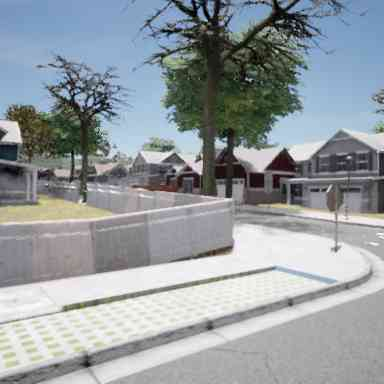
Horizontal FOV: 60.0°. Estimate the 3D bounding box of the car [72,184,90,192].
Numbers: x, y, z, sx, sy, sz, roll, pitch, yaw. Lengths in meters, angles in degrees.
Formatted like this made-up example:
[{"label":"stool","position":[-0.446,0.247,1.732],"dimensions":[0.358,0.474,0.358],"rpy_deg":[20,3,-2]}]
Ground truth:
[{"label":"car","position":[-16.250,-0.471,48.255],"dimensions":[1.812,1.442,4.674],"rpy_deg":[1,2,-34]}]
